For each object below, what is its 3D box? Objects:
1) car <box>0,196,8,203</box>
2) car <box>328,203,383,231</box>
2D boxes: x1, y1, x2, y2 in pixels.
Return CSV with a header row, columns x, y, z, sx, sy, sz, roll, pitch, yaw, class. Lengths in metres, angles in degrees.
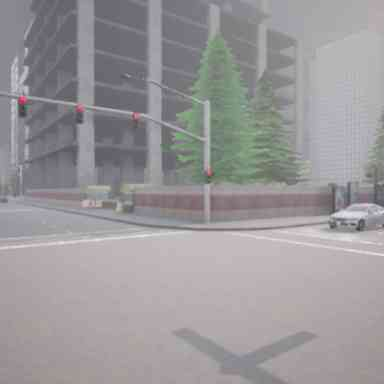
x,y,z,sx,sy,sz,roll,pitch,yaw,class
-33.225,1.315,57.703,1.895,1.301,4.718,0,0,-36,car
10.073,1.423,19.787,4.674,1.442,1.812,0,0,-34,car
